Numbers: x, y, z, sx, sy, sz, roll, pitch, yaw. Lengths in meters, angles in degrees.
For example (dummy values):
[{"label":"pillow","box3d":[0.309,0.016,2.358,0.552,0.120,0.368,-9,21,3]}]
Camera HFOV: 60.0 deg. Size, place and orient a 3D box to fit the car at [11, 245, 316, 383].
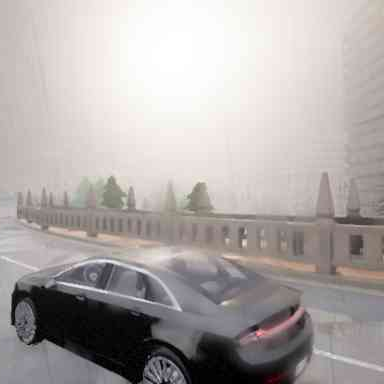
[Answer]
[{"label":"car","box3d":[-0.810,1.551,4.826,4.902,1.511,2.128,-1,-1,38]}]
